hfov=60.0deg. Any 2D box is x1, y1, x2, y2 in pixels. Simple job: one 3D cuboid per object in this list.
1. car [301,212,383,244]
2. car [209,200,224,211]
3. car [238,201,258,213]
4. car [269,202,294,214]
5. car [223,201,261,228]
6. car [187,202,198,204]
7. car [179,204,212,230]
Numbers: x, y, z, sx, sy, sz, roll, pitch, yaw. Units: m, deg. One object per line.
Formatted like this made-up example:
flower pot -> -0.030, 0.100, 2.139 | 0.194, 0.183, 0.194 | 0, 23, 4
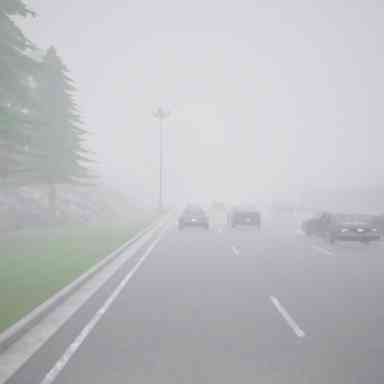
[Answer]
car -> 7.114, 1.692, 16.547 | 2.033, 1.411, 5.357 | 0, 0, 0
car -> 3.624, 1.921, 47.790 | 1.837, 1.490, 4.892 | 0, 0, 0
car -> 7.084, 1.896, 42.704 | 1.812, 1.442, 4.674 | 0, 0, 1
car -> 10.554, 1.891, 39.513 | 2.033, 1.411, 5.357 | 0, 0, 0
car -> 3.620, 1.686, 23.928 | 1.882, 1.535, 5.008 | 0, 0, 0
car -> 0.110, 1.987, 44.551 | 1.895, 1.301, 4.718 | 0, 0, 0
car -> 0.122, 1.764, 22.985 | 1.994, 1.385, 4.181 | 0, 0, 0
